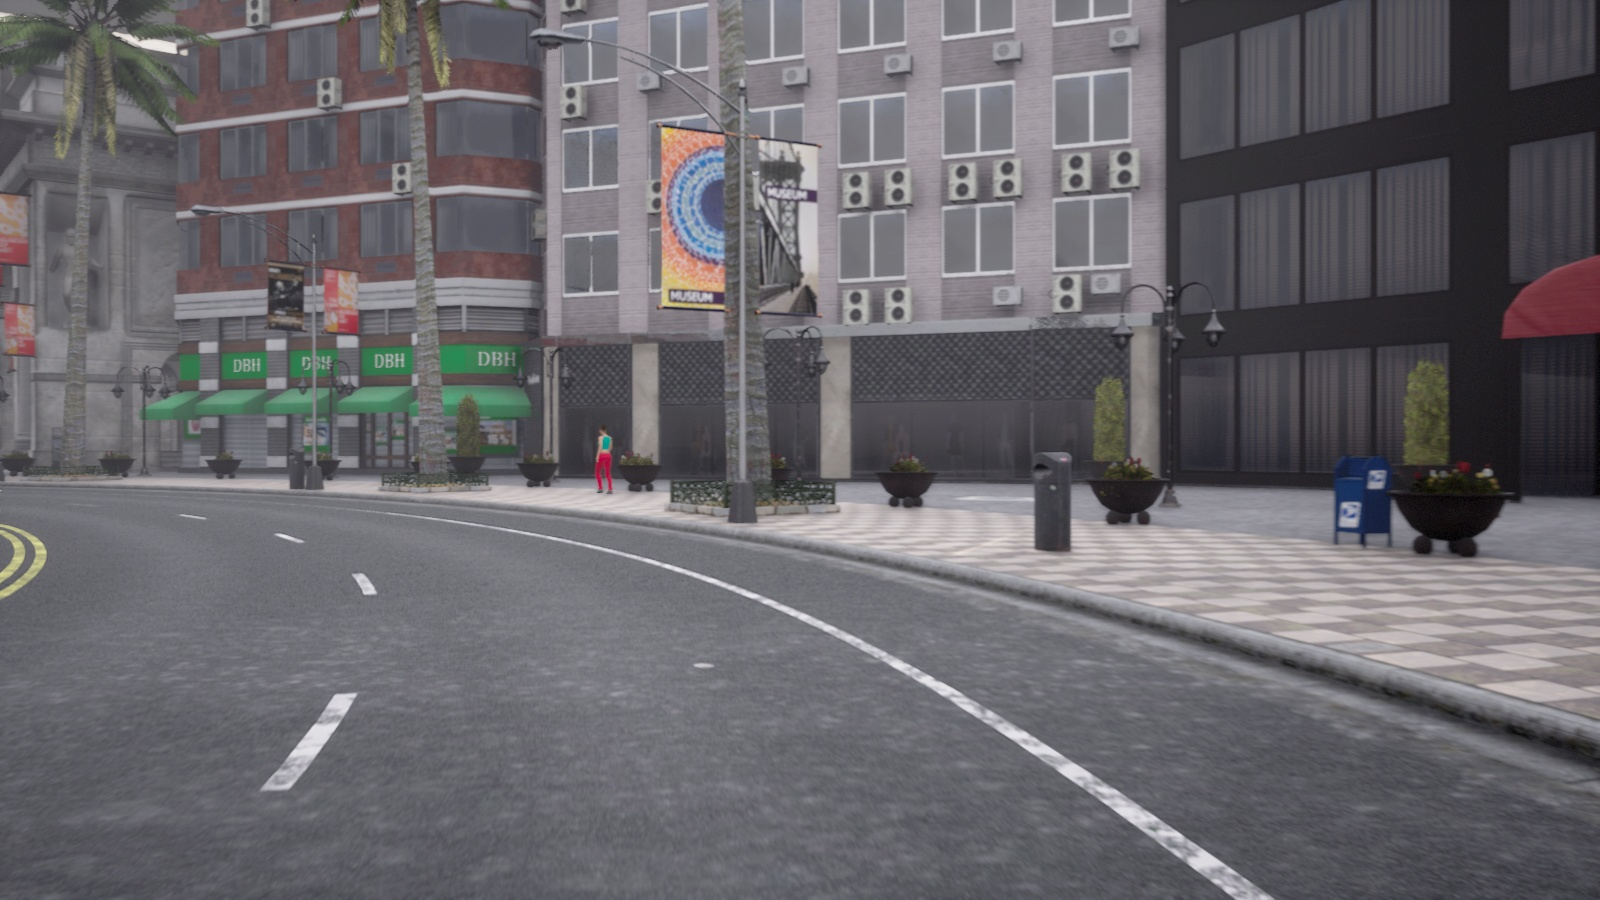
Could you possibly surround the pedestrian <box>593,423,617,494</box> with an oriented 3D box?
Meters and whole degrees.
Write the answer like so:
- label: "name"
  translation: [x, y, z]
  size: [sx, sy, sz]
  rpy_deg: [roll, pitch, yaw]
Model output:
- label: "pedestrian"
  translation: [-5.084, 0.219, 32.801]
  size: [0.345, 1.836, 0.594]
  rpy_deg: [0, 0, -43]
